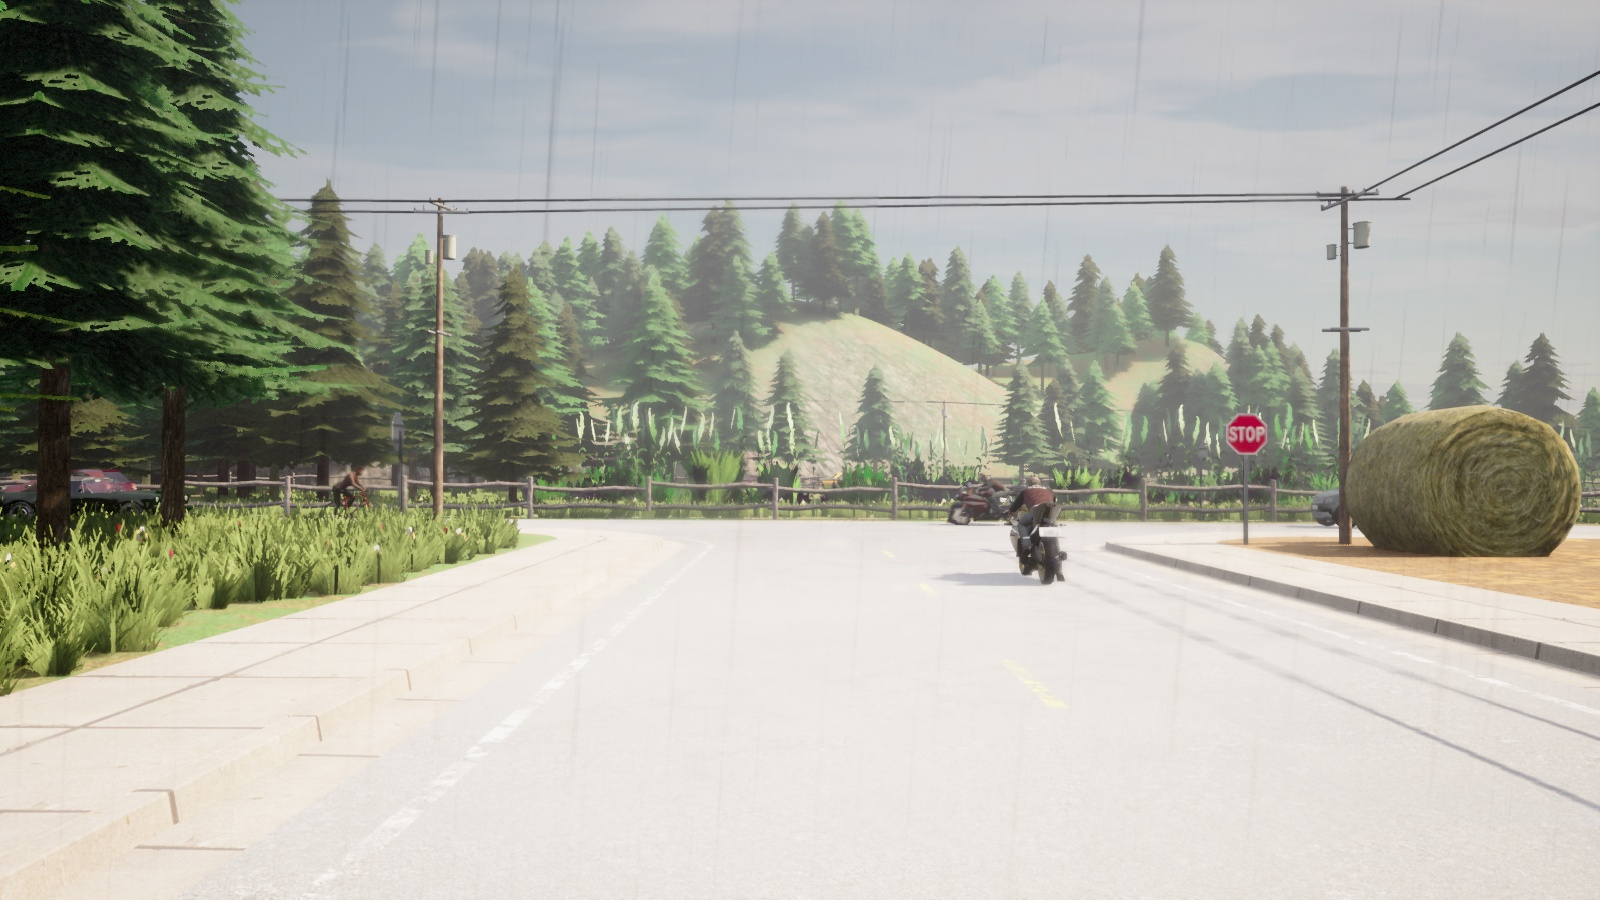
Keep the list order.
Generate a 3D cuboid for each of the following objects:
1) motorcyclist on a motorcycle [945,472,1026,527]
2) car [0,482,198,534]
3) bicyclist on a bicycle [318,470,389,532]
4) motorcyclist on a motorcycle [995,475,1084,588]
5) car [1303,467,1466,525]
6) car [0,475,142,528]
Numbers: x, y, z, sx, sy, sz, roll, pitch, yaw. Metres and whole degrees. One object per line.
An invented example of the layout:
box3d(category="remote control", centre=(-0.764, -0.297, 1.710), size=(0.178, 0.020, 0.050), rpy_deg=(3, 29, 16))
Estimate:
box3d(category="motorcyclist on a motorcycle", centre=(5.267, 1.394, 35.710), size=(2.191, 1.530, 0.866), rpy_deg=(0, -1, 3))
box3d(category="car", centre=(-18.776, 1.513, 33.294), size=(4.718, 1.301, 1.895), rpy_deg=(0, -1, 2))
box3d(category="bicyclist on a bicycle", centre=(-11.723, 1.332, 32.986), size=(1.656, 1.620, 0.582), rpy_deg=(0, -1, 3))
box3d(category="motorcyclist on a motorcycle", centre=(3.450, 1.143, 18.311), size=(0.866, 1.530, 2.191), rpy_deg=(0, -1, 0))
box3d(category="car", centre=(16.327, 1.277, 35.205), size=(3.705, 1.549, 1.789), rpy_deg=(-1, -1, 3))
box3d(category="car", centre=(-21.635, 1.499, 36.889), size=(3.633, 1.501, 1.845), rpy_deg=(0, -1, 2))
